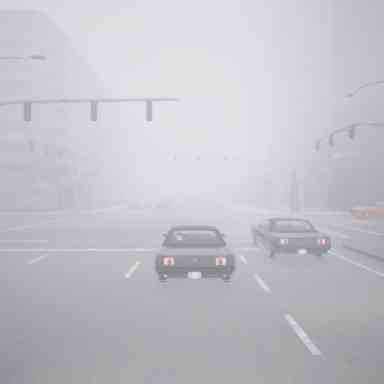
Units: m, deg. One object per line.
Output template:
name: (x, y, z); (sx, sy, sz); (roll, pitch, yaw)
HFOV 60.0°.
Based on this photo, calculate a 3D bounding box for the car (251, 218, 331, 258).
car: (3.573, 1.649, 13.003); (1.895, 1.301, 4.718); (0, 0, 0)

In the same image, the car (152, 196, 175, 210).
car: (-3.932, 1.720, 46.726); (2.033, 1.411, 5.357); (0, 0, 0)

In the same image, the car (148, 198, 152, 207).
car: (-7.361, 1.750, 54.893); (2.033, 1.411, 5.357); (0, 0, 0)

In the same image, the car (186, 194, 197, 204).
car: (-0.082, 1.482, 69.968); (2.150, 2.045, 5.566); (0, 0, 1)

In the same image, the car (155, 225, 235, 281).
car: (0.054, 1.638, 9.894); (1.895, 1.301, 4.718); (0, 0, 0)

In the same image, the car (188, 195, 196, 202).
car: (0.072, 1.663, 83.705); (2.097, 1.767, 4.553); (0, 0, 1)

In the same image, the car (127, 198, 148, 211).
car: (-7.420, 1.668, 44.327); (1.837, 1.490, 4.892); (0, 0, 0)

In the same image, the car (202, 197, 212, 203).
car: (3.453, 1.867, 73.851); (1.895, 1.301, 4.718); (0, 0, 1)

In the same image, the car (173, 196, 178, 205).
car: (-3.825, 1.713, 56.569); (1.837, 1.490, 4.892); (0, 0, 1)

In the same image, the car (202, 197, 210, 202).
car: (3.574, 1.861, 83.826); (1.994, 1.385, 4.181); (0, 0, 1)

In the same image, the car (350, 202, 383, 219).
car: (17.280, 1.646, 30.686); (5.008, 1.535, 1.882); (0, 0, 0)
